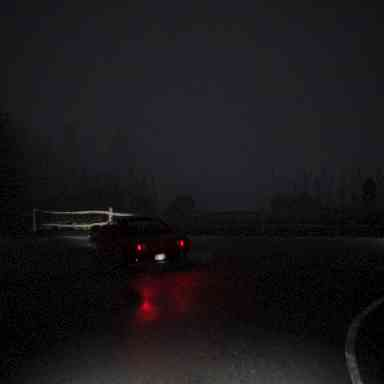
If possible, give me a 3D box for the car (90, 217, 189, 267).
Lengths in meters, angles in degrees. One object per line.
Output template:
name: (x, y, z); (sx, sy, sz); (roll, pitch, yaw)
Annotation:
car: (-2.005, 1.501, 11.204); (1.895, 1.301, 4.718); (0, 1, -30)
